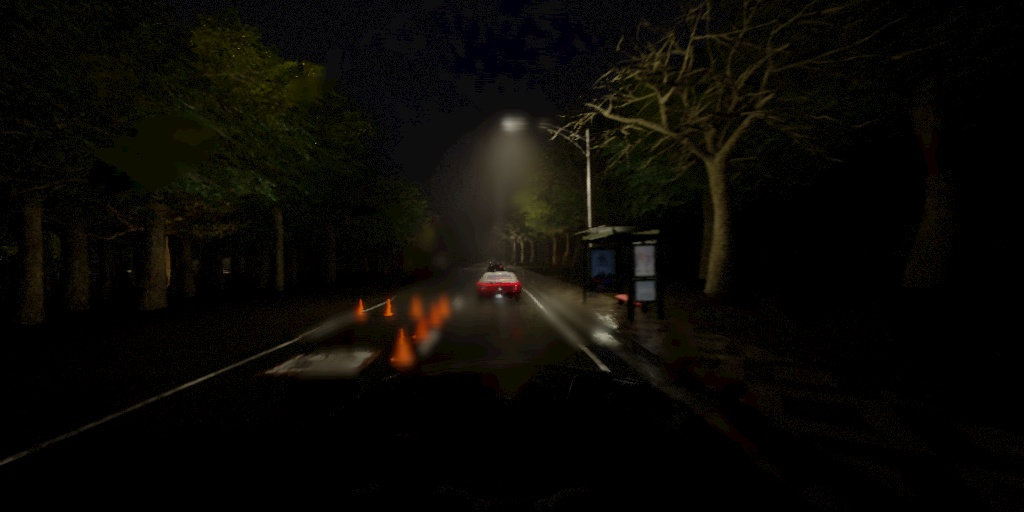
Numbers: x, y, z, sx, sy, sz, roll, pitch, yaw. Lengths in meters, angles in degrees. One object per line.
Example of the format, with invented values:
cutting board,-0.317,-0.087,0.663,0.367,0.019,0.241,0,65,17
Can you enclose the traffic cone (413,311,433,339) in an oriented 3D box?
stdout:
traffic cone,-2.283,1.786,9.185,0.340,0.580,0.340,0,0,-3

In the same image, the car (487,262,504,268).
car,-1.975,1.462,43.023,2.128,1.511,4.902,-1,0,-3

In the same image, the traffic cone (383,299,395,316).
traffic cone,-4.491,1.851,13.073,0.340,0.580,0.340,0,0,-3

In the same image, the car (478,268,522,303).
car,-0.611,1.426,17.237,1.895,1.301,4.718,-1,0,-3

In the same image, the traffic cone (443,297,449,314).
traffic cone,-2.495,1.807,13.179,0.340,0.580,0.340,0,0,-3

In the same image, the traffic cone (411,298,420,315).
traffic cone,-3.493,1.829,13.126,0.340,0.580,0.340,0,0,-3

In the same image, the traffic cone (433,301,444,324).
traffic cone,-2.389,1.796,11.182,0.340,0.580,0.340,0,0,-3

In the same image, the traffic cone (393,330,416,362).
traffic cone,-2.178,1.775,7.187,0.340,0.580,0.340,0,0,-3

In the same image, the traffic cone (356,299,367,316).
traffic cone,-5.490,1.874,13.020,0.340,0.580,0.340,0,0,-3
